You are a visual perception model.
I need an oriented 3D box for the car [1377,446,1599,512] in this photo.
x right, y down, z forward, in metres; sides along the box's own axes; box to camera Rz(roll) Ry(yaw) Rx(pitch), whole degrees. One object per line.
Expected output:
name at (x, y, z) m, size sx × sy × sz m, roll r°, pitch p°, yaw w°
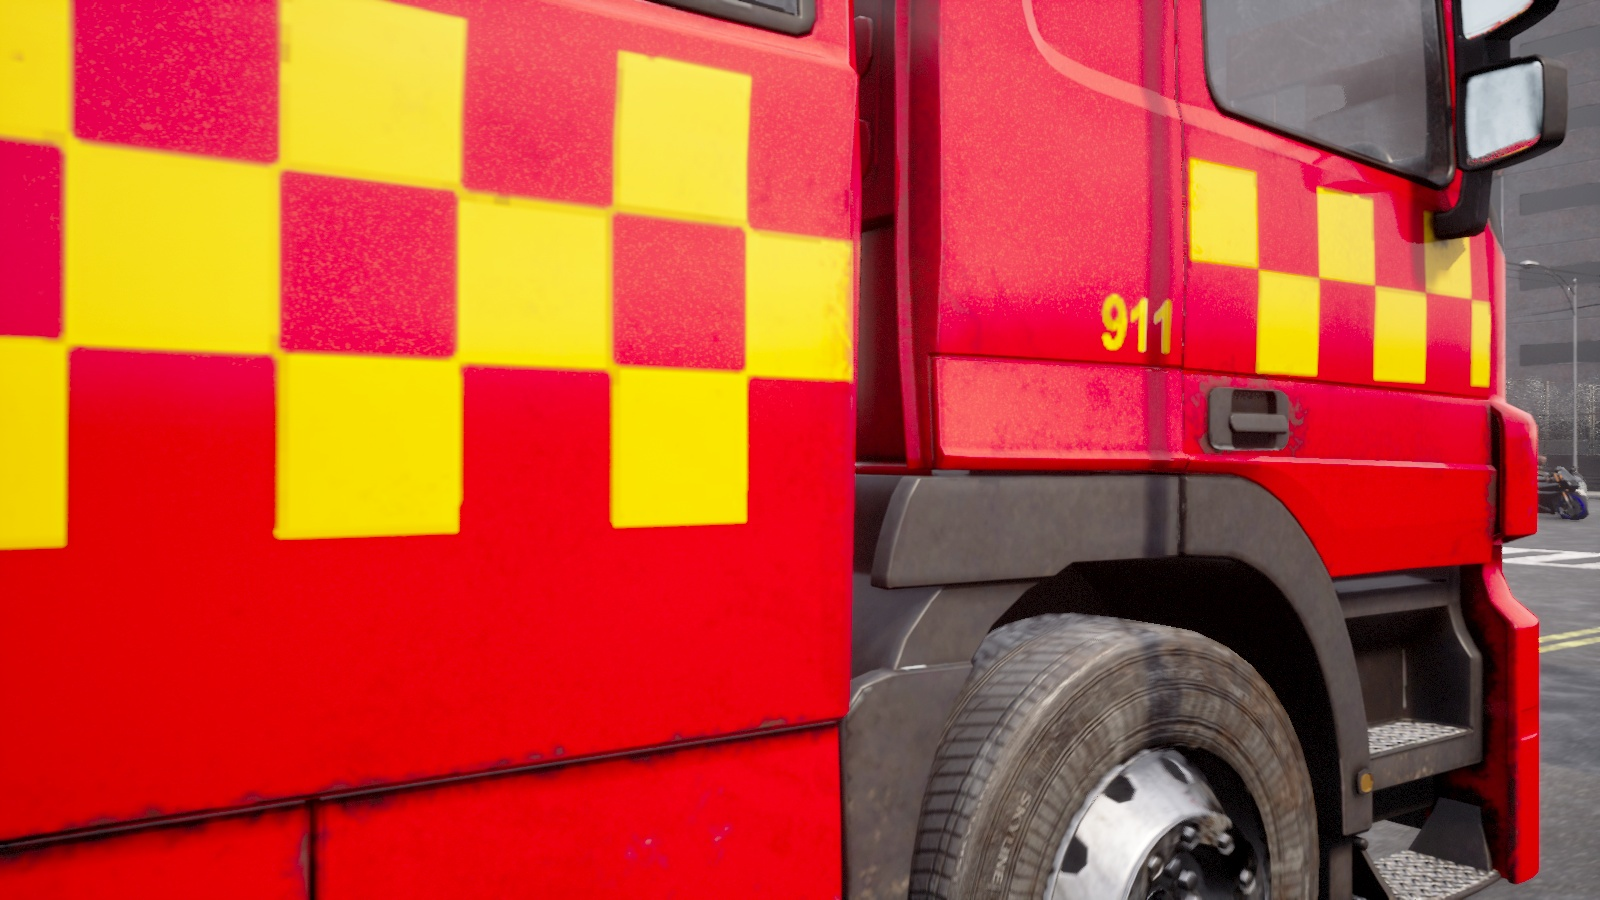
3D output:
car at (18.337, 0.724, 33.657) m, size 2.033 × 1.649 × 4.856 m, roll 0°, pitch 0°, yaw -34°

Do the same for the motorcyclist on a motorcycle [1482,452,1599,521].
motorcyclist on a motorcycle at (17.169, 0.819, 29.166) m, size 0.866 × 1.530 × 2.191 m, roll 0°, pitch 0°, yaw -34°

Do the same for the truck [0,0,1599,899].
truck at (-1.962, -0.408, 2.299) m, size 8.468 × 3.827 × 2.891 m, roll 0°, pitch 0°, yaw -35°
